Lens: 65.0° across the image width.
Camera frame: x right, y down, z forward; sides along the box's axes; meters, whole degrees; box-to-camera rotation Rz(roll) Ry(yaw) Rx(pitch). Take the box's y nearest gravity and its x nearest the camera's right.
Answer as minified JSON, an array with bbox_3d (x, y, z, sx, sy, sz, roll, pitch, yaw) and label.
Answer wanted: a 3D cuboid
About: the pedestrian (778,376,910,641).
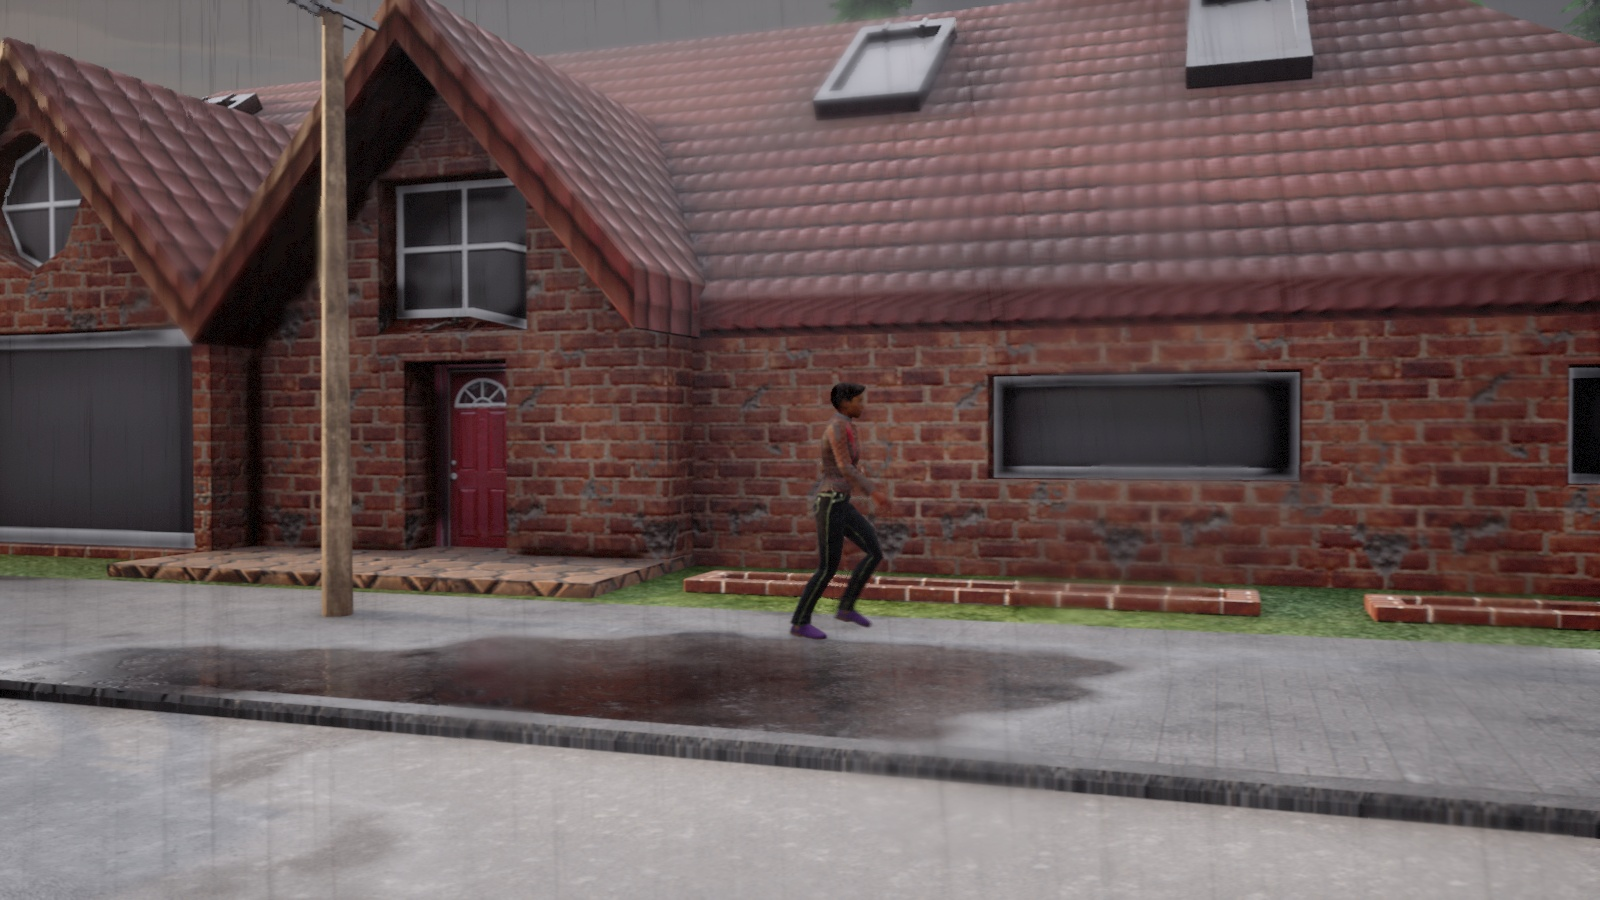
[{"bbox_3d":[0.312,0.394,8.778,0.869,1.805,0.328,0,1,11],"label":"pedestrian"}]
